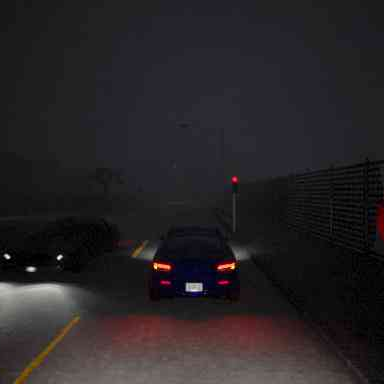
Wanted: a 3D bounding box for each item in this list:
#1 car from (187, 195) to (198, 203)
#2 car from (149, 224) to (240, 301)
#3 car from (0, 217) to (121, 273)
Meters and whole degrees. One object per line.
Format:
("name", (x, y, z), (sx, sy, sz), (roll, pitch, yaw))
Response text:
("car", (0.102, 1.502, 71.131), (1.837, 1.490, 4.892), (0, 0, 0))
("car", (0.061, 1.526, 8.210), (1.812, 1.442, 4.674), (0, 0, 1))
("car", (-3.842, 1.547, 10.954), (2.033, 1.411, 5.357), (0, 0, 4))
